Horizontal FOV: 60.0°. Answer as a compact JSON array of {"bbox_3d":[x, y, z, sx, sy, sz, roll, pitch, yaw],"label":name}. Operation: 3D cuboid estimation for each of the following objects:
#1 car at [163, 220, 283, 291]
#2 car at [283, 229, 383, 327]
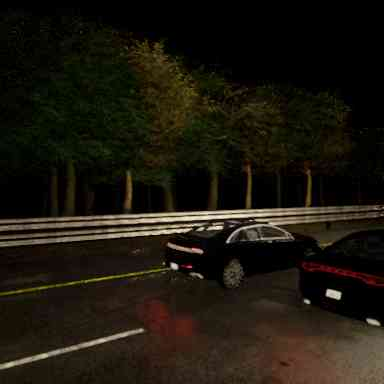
[{"bbox_3d":[1.556,1.519,9.155,4.902,1.511,2.128,0,0,-36],"label":"car"},{"bbox_3d":[4.307,1.508,6.823,5.008,1.535,1.882,0,0,-36],"label":"car"}]
